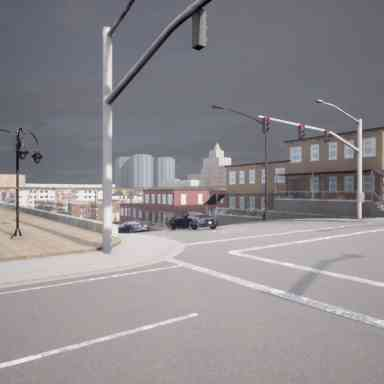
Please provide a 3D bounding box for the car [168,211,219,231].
[{"bbox_3d":[0.031,2.054,24.150,1.994,1.385,4.181,0,-4,-36],"label":"car"}]

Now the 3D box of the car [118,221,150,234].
[{"bbox_3d":[-5.837,3.506,32.127,1.812,1.442,4.674,0,-12,-37],"label":"car"}]
